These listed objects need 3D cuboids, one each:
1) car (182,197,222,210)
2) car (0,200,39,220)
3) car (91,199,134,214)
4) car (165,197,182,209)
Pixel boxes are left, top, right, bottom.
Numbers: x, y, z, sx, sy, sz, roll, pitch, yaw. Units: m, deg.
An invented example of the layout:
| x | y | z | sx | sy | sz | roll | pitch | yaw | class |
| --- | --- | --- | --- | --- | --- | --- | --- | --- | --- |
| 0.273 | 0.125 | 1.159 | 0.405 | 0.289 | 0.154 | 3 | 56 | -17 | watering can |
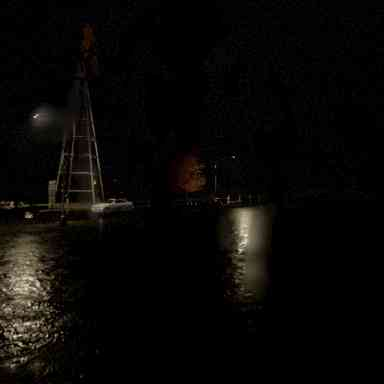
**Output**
| x | y | z | sx | sy | sz | roll | pitch | yaw | class |
| --- | --- | --- | --- | --- | --- | --- | --- | --- | --- |
| 1.525 | 1.431 | 41.158 | 2.033 | 1.411 | 5.357 | 1 | 1 | 38 | car |
| -14.304 | 1.424 | 25.414 | 1.837 | 1.490 | 4.892 | 1 | 0 | 39 | car |
| -7.969 | 1.409 | 33.654 | 1.812 | 1.442 | 4.674 | 1 | 1 | 37 | car |
| -1.069 | 1.393 | 42.624 | 2.033 | 1.411 | 5.357 | 1 | 1 | 37 | car |
